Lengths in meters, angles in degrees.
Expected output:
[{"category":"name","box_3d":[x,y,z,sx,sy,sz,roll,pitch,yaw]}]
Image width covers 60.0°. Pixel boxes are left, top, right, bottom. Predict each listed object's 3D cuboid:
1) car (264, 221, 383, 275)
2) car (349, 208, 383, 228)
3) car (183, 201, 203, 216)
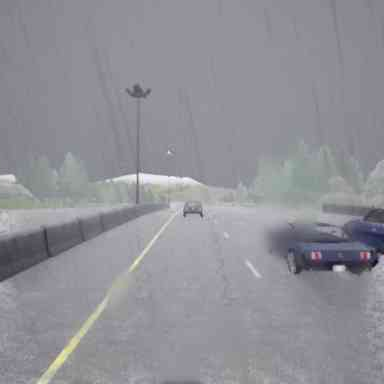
[{"category":"car","box_3d":[3.600,1.570,10.337,1.895,1.301,4.718,0,0,0]},{"category":"car","box_3d":[7.100,1.318,11.680,2.097,1.767,4.553,0,0,0]},{"category":"car","box_3d":[0.100,1.560,32.104,2.033,1.411,5.357,0,0,0]}]
